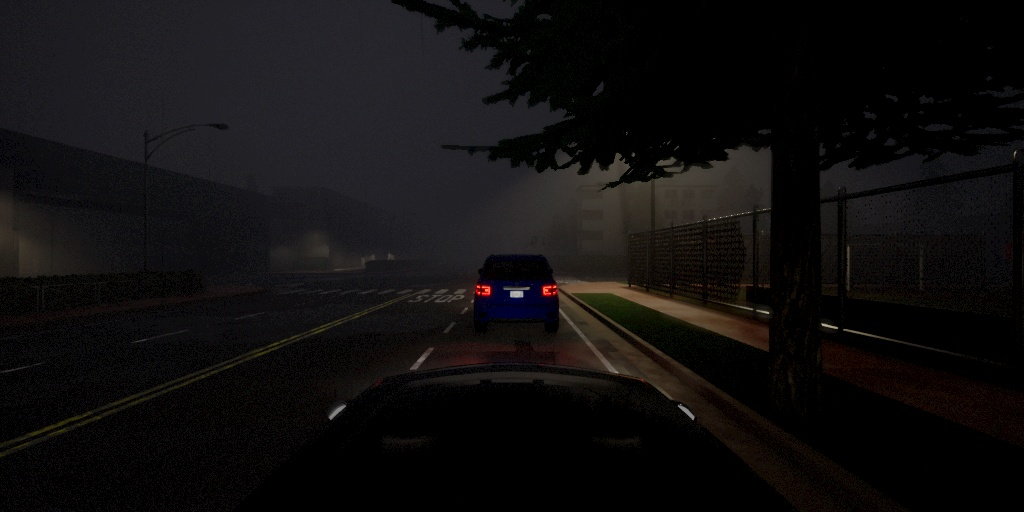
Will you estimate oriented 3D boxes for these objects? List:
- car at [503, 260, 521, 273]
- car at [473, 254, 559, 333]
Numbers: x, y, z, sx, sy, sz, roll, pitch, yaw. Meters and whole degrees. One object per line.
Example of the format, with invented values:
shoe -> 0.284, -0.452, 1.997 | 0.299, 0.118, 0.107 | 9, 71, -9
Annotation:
car -> 0.013, 1.246, 45.771 | 2.128, 1.511, 4.902 | 0, 0, 0
car -> 0.113, 0.973, 10.931 | 2.150, 2.045, 5.566 | 0, 0, 0
